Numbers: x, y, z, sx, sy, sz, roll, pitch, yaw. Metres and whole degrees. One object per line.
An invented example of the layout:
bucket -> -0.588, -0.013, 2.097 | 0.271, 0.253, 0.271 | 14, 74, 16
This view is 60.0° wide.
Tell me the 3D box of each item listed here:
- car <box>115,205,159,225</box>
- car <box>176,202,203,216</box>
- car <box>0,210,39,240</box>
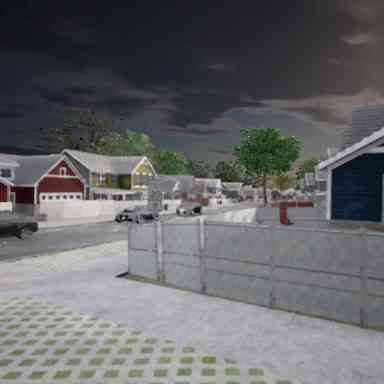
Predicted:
car -> -4.330, 1.776, 26.576 | 1.994, 1.385, 4.181 | 1, 0, 22
car -> -0.237, 1.825, 37.100 | 2.128, 1.511, 4.902 | 1, 0, 20
car -> -9.477, 1.596, 15.483 | 1.812, 1.442, 4.674 | 1, 0, 29
